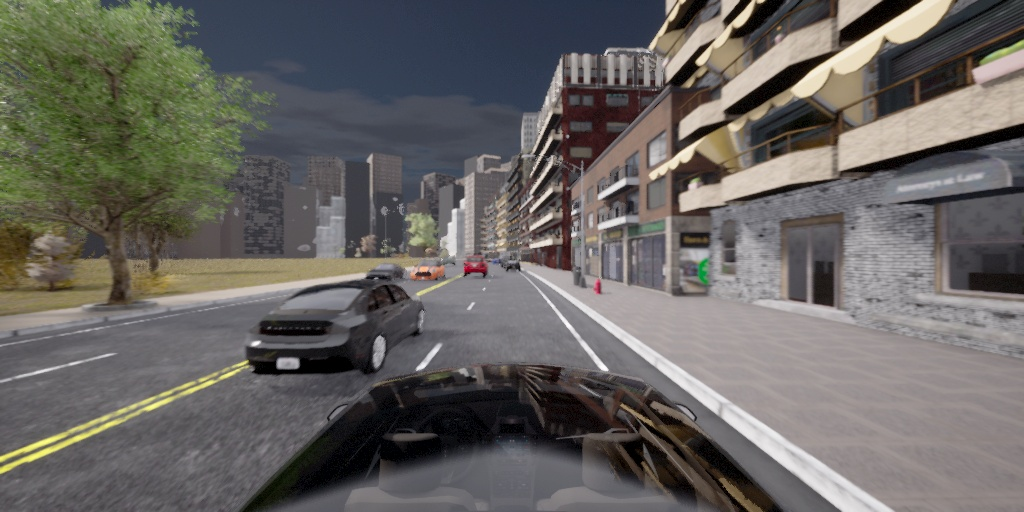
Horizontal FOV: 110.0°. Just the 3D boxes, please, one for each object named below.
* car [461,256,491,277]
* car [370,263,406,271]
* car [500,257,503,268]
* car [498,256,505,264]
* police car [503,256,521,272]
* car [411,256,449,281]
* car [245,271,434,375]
[{"bbox_3d":[-3.517,0.981,35.454,2.150,2.045,5.566,0,0,-2],"label":"car"},{"bbox_3d":[-10.036,1.302,29.052,2.033,1.411,5.357,0,0,-1],"label":"car"},{"bbox_3d":[-0.435,1.279,57.109,1.837,1.490,4.892,0,0,-4],"label":"car"},{"bbox_3d":[-0.854,1.003,63.178,2.150,2.045,5.566,0,0,-4],"label":"car"},{"bbox_3d":[0.137,1.192,47.148,1.930,1.638,5.238,0,0,-3],"label":"police car"},{"bbox_3d":[-6.798,1.106,29.421,2.097,1.767,4.553,0,0,-1],"label":"car"},{"bbox_3d":[-3.168,1.257,7.506,1.837,1.490,4.892,0,1,0],"label":"car"}]
